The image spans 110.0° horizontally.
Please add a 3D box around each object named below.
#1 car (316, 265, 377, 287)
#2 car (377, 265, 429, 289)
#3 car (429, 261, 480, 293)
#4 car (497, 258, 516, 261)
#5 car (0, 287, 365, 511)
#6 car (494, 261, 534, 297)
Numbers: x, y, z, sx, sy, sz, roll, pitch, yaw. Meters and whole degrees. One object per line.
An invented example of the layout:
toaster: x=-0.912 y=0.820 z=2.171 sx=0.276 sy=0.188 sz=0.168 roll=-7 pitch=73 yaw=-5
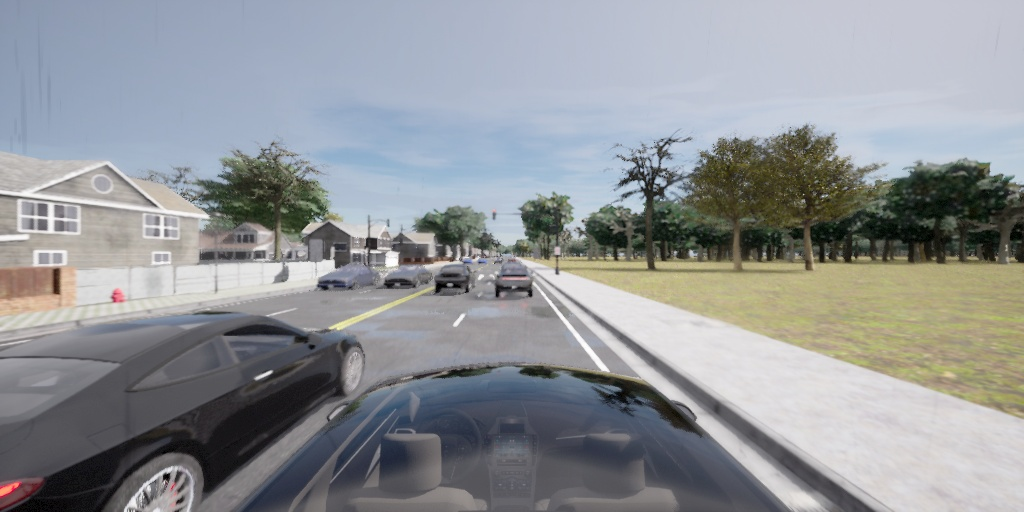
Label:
car: x=-9.837 y=1.270 z=22.136 sx=2.033 sy=1.411 sz=5.357 roll=0 pitch=0 yaw=0
car: x=-6.582 y=1.269 z=23.297 sx=2.033 sy=1.411 sz=5.357 roll=0 pitch=0 yaw=0
car: x=-3.156 y=1.229 z=20.654 sx=1.837 sy=1.490 sz=4.892 roll=0 pitch=0 yaw=0
car: x=0.036 y=1.192 z=28.045 sx=1.882 sy=1.535 sz=5.008 roll=0 pitch=0 yaw=0
car: x=-3.150 y=1.274 z=3.575 sx=1.812 sy=1.442 sz=4.674 roll=0 pitch=0 yaw=0
car: x=0.096 y=1.218 z=18.590 sx=2.128 sy=1.511 sz=4.902 roll=0 pitch=0 yaw=0
